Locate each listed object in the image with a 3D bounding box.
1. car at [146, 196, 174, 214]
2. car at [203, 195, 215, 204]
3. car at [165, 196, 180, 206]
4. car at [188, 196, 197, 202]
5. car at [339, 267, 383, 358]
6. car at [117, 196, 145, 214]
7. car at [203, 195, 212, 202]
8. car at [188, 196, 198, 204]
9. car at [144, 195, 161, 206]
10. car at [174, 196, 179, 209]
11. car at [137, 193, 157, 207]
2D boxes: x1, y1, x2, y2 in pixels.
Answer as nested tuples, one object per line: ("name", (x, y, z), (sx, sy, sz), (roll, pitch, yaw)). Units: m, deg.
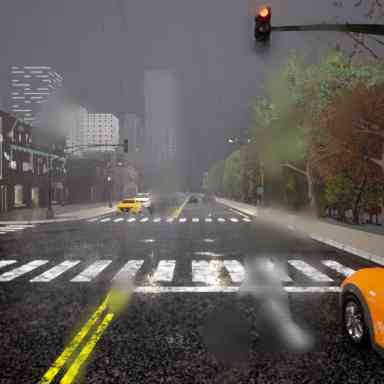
("car", (-3.270, 1.467, 34.913), (1.882, 1.535, 5.008), (0, 0, 0))
("car", (3.488, 1.467, 64.724), (2.128, 1.511, 4.902), (0, 0, 0))
("car", (-3.215, 1.472, 54.951), (2.128, 1.511, 4.902), (0, 0, 0))
("car", (0.165, 1.565, 74.941), (1.895, 1.301, 4.718), (0, 0, 0))
("car", (3.359, 1.351, 3.408), (2.097, 1.767, 4.553), (0, 0, 0))
("car", (-6.517, 1.467, 34.900), (1.882, 1.535, 5.008), (0, 0, 0))
("car", (3.415, 1.448, 74.889), (1.882, 1.535, 5.008), (0, 0, 0))
("car", (0.238, 1.523, 64.448), (2.033, 1.411, 5.357), (0, 0, 1))
("car", (-6.465, 1.332, 54.799), (2.097, 1.767, 4.553), (0, 0, 0))
("car", (-3.243, 1.549, 44.923), (1.994, 1.385, 4.181), (0, 0, 0))
("car", (-6.492, 1.206, 44.838), (2.150, 2.045, 5.566), (0, 0, 0))
